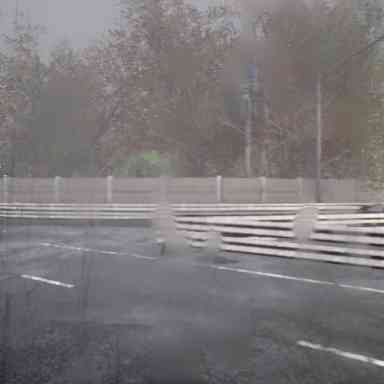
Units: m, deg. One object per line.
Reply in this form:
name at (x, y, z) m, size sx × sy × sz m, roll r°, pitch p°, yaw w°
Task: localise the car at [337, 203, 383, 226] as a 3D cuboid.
car at (10.231, 1.389, 18.184) m, size 4.892 × 1.490 × 1.837 m, roll 0°, pitch 0°, yaw -20°
